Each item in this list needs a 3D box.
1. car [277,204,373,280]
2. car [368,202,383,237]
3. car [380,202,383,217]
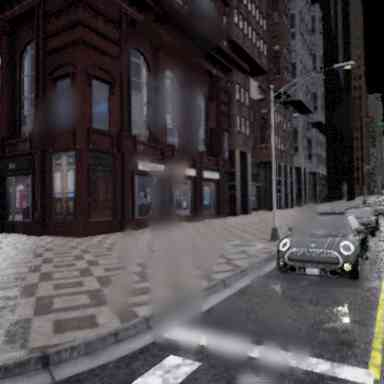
[{"bbox_3d":[4.230,1.439,10.413,2.097,1.767,4.553,-2,-1,32],"label":"car"},{"bbox_3d":[9.531,1.589,19.006,1.882,1.535,5.008,-2,-1,32],"label":"car"},{"bbox_3d":[17.726,1.696,32.246,1.994,1.385,4.181,-2,-1,32],"label":"car"}]
